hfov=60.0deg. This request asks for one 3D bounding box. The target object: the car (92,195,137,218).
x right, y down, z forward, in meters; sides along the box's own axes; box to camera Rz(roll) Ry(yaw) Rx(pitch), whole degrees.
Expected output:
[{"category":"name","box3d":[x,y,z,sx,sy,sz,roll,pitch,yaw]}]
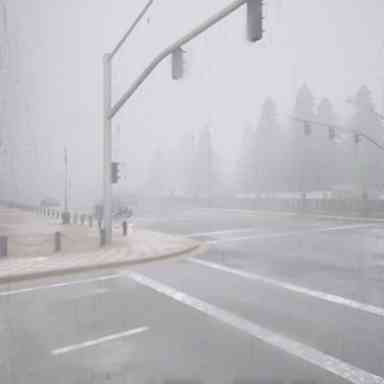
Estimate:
[{"category":"car","box3d":[-7.043,1.382,29.570,2.097,1.767,4.553,0,0,-36]}]

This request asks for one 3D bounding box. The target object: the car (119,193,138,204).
[{"category":"car","box3d":[-10.520,1.226,52.572,2.150,2.045,5.566,0,0,-36]}]

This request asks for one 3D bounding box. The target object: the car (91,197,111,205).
[{"category":"car","box3d":[-16.780,1.606,61.167,1.895,1.301,4.718,0,0,-36]}]

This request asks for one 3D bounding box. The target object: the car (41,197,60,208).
[{"category":"car","box3d":[-20.638,1.536,48.517,1.837,1.490,4.892,0,0,-35]}]
